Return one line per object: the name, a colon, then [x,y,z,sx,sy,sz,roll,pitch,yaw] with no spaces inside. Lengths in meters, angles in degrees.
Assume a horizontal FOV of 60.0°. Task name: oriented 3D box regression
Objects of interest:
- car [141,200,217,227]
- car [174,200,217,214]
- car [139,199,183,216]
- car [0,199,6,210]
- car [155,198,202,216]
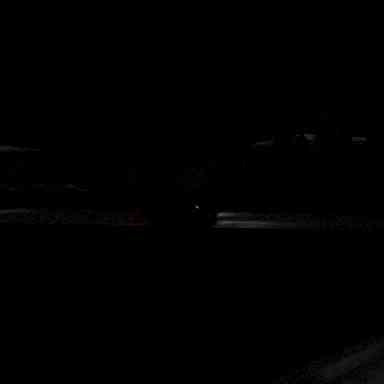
car: [-0.753,1.582,23.630,5.008,1.535,1.882,0,0,7]
car: [0.386,1.706,37.607,4.674,1.442,1.812,0,0,7]
car: [-1.910,1.603,27.293,4.902,1.511,2.128,0,0,7]
car: [-25.803,1.194,40.797,5.566,2.045,2.150,0,0,7]
car: [-1.314,1.502,34.272,4.553,1.767,2.097,0,0,7]
